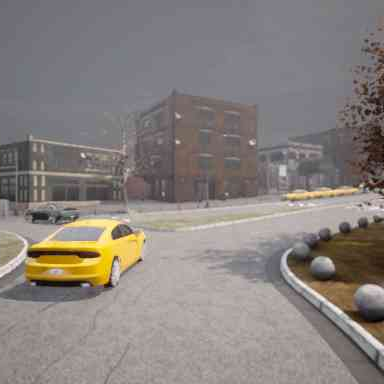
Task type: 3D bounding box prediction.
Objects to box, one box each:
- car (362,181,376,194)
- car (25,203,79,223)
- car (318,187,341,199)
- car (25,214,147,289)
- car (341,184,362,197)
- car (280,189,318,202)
[{"bbox_3d":[28.198,-0.711,54.691,5.566,2.045,2.435,-4,2,-34],"label":"car"},{"bbox_3d":[-10.746,1.623,25.462,4.902,1.511,2.128,-1,-1,32],"label":"car"},{"bbox_3d":[18.840,0.151,48.350,5.366,1.575,1.946,-4,2,-34],"label":"car"},{"bbox_3d":[-2.639,1.541,9.471,1.882,1.535,5.008,0,0,5],"label":"car"},{"bbox_3d":[23.407,-0.148,51.445,5.366,1.575,1.946,-4,2,-34],"label":"car"},{"bbox_3d":[14.270,0.453,45.263,5.366,1.575,1.946,-4,2,-34],"label":"car"}]
